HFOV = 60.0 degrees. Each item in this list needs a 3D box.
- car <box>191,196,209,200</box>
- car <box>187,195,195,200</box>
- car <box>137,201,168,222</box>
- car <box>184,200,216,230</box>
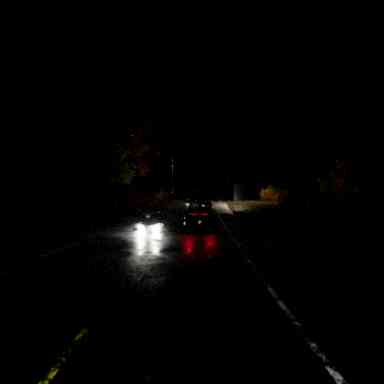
[{"bbox_3d":[1.359,1.517,38.865,2.033,1.411,5.357,0,0,4],"label":"car"},{"bbox_3d":[0.033,1.435,65.940,1.837,1.490,4.892,0,1,6],"label":"car"},{"bbox_3d":[-3.011,1.472,25.961,2.128,1.511,4.902,0,0,3],"label":"car"},{"bbox_3d":[0.508,1.478,21.069,2.128,1.511,4.902,0,0,2],"label":"car"}]
